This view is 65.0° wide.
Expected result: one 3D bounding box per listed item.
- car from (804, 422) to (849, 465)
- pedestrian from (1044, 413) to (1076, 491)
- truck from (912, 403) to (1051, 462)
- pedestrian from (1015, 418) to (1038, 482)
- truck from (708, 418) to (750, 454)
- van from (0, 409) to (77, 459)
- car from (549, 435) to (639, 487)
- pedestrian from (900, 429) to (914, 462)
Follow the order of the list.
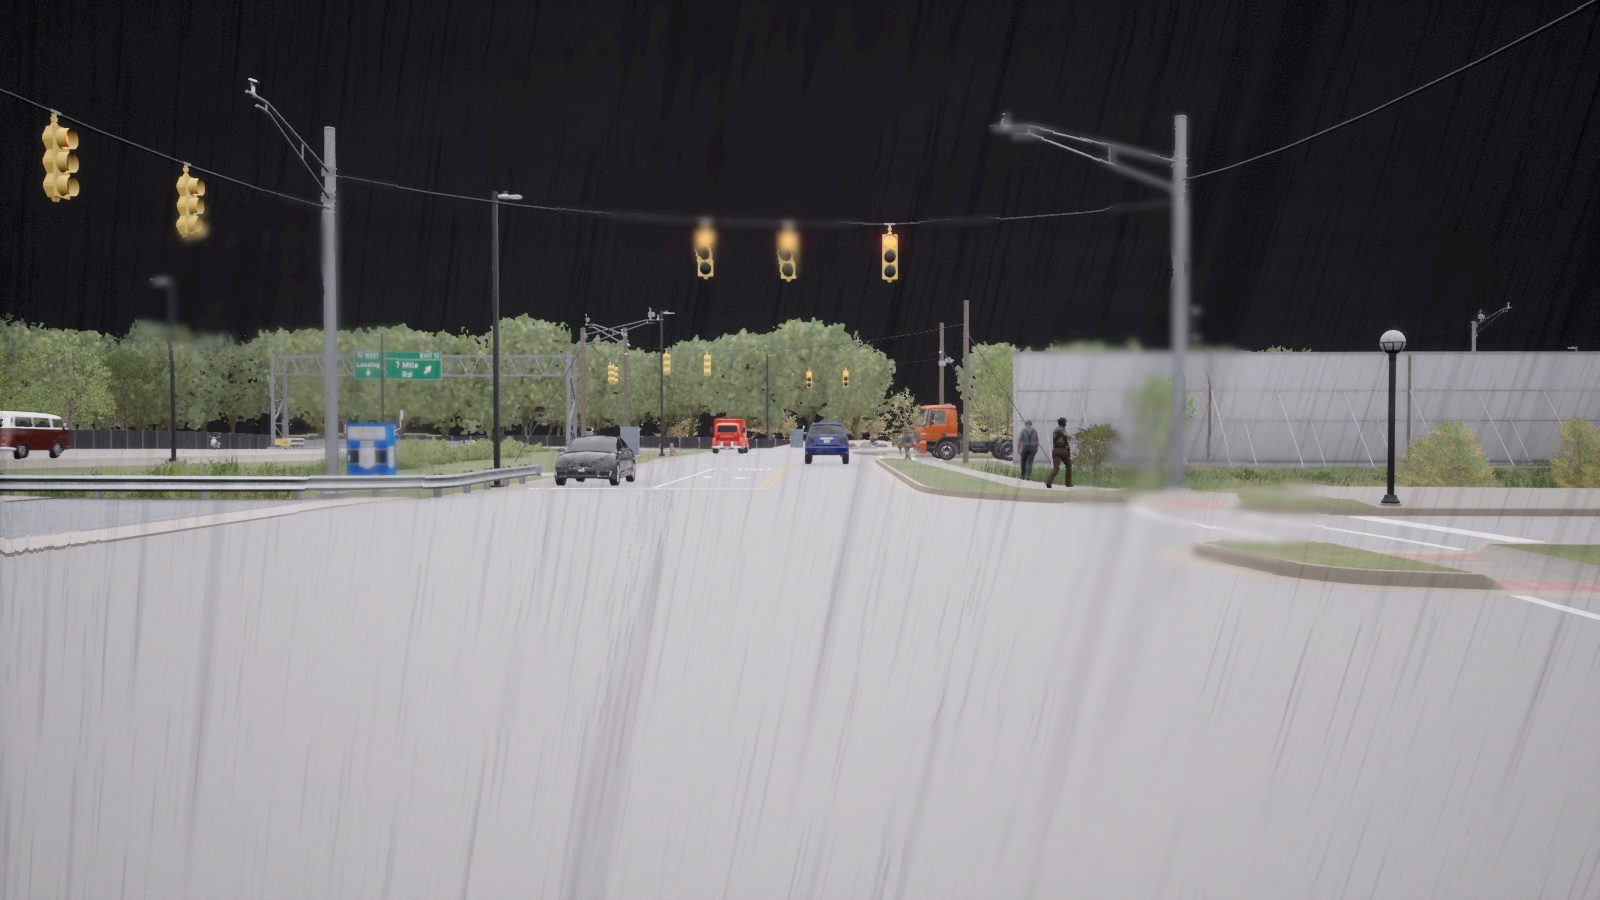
[{"bbox_3d":[1.359,-0.350,62.966,2.150,2.045,5.566,0,1,2],"label":"car"},{"bbox_3d":[6.505,0.041,31.446,0.692,1.930,0.395,-1,2,-35],"label":"pedestrian"},{"bbox_3d":[11.121,-1.089,77.375,7.936,3.462,2.891,1,2,-4],"label":"truck"},{"bbox_3d":[6.622,-0.011,36.724,0.540,1.848,0.694,0,2,2],"label":"pedestrian"},{"bbox_3d":[-5.034,-0.983,89.449,2.627,2.467,5.204,0,1,0],"label":"truck"},{"bbox_3d":[-33.530,-0.679,54.171,2.069,2.038,4.480,0,0,1],"label":"van"},{"bbox_3d":[-6.251,0.292,38.694,1.837,1.490,4.892,0,1,2],"label":"car"},{"bbox_3d":[6.206,-0.261,72.858,0.540,1.848,0.694,-1,2,-20],"label":"pedestrian"}]
